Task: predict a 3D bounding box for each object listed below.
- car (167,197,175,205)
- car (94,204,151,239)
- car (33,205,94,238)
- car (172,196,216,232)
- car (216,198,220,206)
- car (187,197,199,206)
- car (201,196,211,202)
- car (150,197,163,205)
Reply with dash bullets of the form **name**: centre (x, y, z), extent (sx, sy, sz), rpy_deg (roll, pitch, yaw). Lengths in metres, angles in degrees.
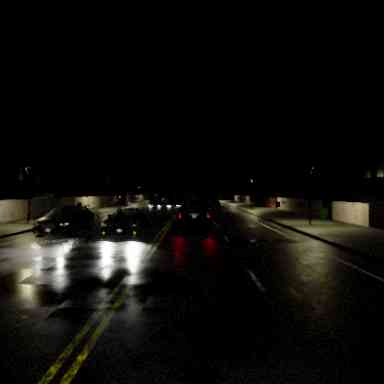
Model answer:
- **car**: centre (-3.214, 1.559, 58.547), extent (1.812, 1.442, 4.674), rpy_deg (0, 0, 1)
- **car**: centre (-3.330, 1.559, 17.172), extent (1.994, 1.385, 4.181), rpy_deg (0, 0, 0)
- **car**: centre (-6.579, 1.483, 17.628), extent (2.128, 1.511, 4.902), rpy_deg (0, 0, 0)
- **car**: centre (0.125, 1.351, 20.260), extent (2.097, 1.767, 4.553), rpy_deg (0, 0, 0)
- **car**: centre (3.416, 1.596, 54.080), extent (1.994, 1.385, 4.181), rpy_deg (0, 0, 0)
- **car**: centre (0.168, 1.556, 55.042), extent (1.812, 1.442, 4.674), rpy_deg (0, 0, 0)
- **car**: centre (3.347, 1.630, 79.956), extent (2.033, 1.411, 5.357), rpy_deg (0, 0, 0)
- **car**: centre (-6.459, 1.558, 59.666), extent (1.812, 1.442, 4.674), rpy_deg (0, 0, 1)
